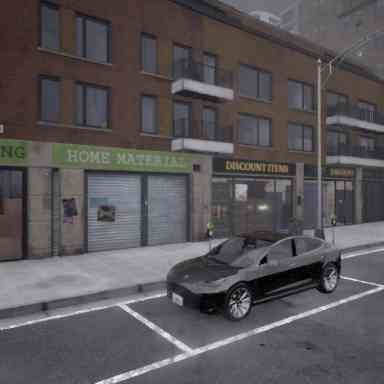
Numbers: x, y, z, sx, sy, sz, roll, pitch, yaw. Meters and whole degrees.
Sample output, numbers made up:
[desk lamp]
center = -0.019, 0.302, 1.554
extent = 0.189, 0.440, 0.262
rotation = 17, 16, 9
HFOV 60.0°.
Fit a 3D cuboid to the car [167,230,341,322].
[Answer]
[car]
center = 1.517, 1.566, 7.257
extent = 4.313, 1.339, 1.947
rotation = 0, 0, -35
